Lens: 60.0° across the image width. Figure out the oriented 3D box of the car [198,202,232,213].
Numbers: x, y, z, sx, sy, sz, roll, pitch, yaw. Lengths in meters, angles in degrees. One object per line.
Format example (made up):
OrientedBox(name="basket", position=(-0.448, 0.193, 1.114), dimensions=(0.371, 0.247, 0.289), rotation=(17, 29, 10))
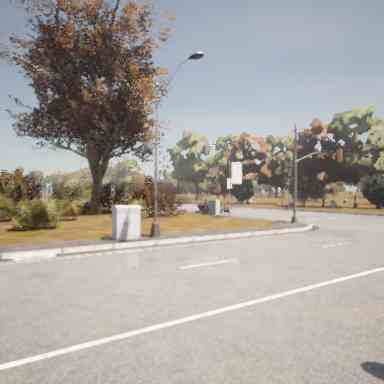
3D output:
OrientedBox(name="car", position=(2.750, 1.835, 40.242), dimensions=(1.895, 1.301, 4.718), rotation=(1, 0, -34))
